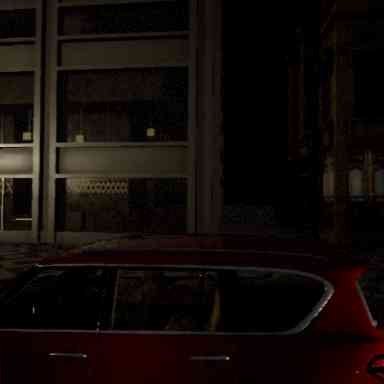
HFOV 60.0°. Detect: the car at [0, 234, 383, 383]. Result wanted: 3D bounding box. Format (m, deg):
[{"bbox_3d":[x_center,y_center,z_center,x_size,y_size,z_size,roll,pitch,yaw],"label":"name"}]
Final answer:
[{"bbox_3d":[-0.682,1.380,3.324,5.009,1.841,2.192,0,-1,6],"label":"car"}]
